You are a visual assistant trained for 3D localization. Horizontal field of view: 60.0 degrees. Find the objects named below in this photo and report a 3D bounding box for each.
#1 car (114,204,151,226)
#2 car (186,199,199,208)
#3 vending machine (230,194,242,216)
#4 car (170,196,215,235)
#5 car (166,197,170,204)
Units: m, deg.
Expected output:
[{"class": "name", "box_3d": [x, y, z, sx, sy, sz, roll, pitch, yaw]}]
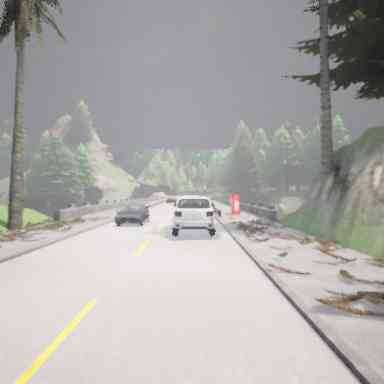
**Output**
[{"class": "car", "box_3d": [-4.088, 1.583, 23.760, 2.033, 1.411, 5.357, 0, 0, 0]}, {"class": "car", "box_3d": [0.099, 1.673, 49.148, 1.895, 1.301, 4.718, 0, 0, 0]}, {"class": "vending machine", "box_3d": [4.299, 1.243, 32.694, 1.100, 2.100, 0.880, 0, 0, 0]}, {"class": "car", "box_3d": [0.099, 1.250, 19.030, 2.150, 2.045, 5.566, 0, 0, 0]}, {"class": "car", "box_3d": [-4.004, 1.682, 64.737, 1.895, 1.301, 4.718, 0, 0, 0]}]
